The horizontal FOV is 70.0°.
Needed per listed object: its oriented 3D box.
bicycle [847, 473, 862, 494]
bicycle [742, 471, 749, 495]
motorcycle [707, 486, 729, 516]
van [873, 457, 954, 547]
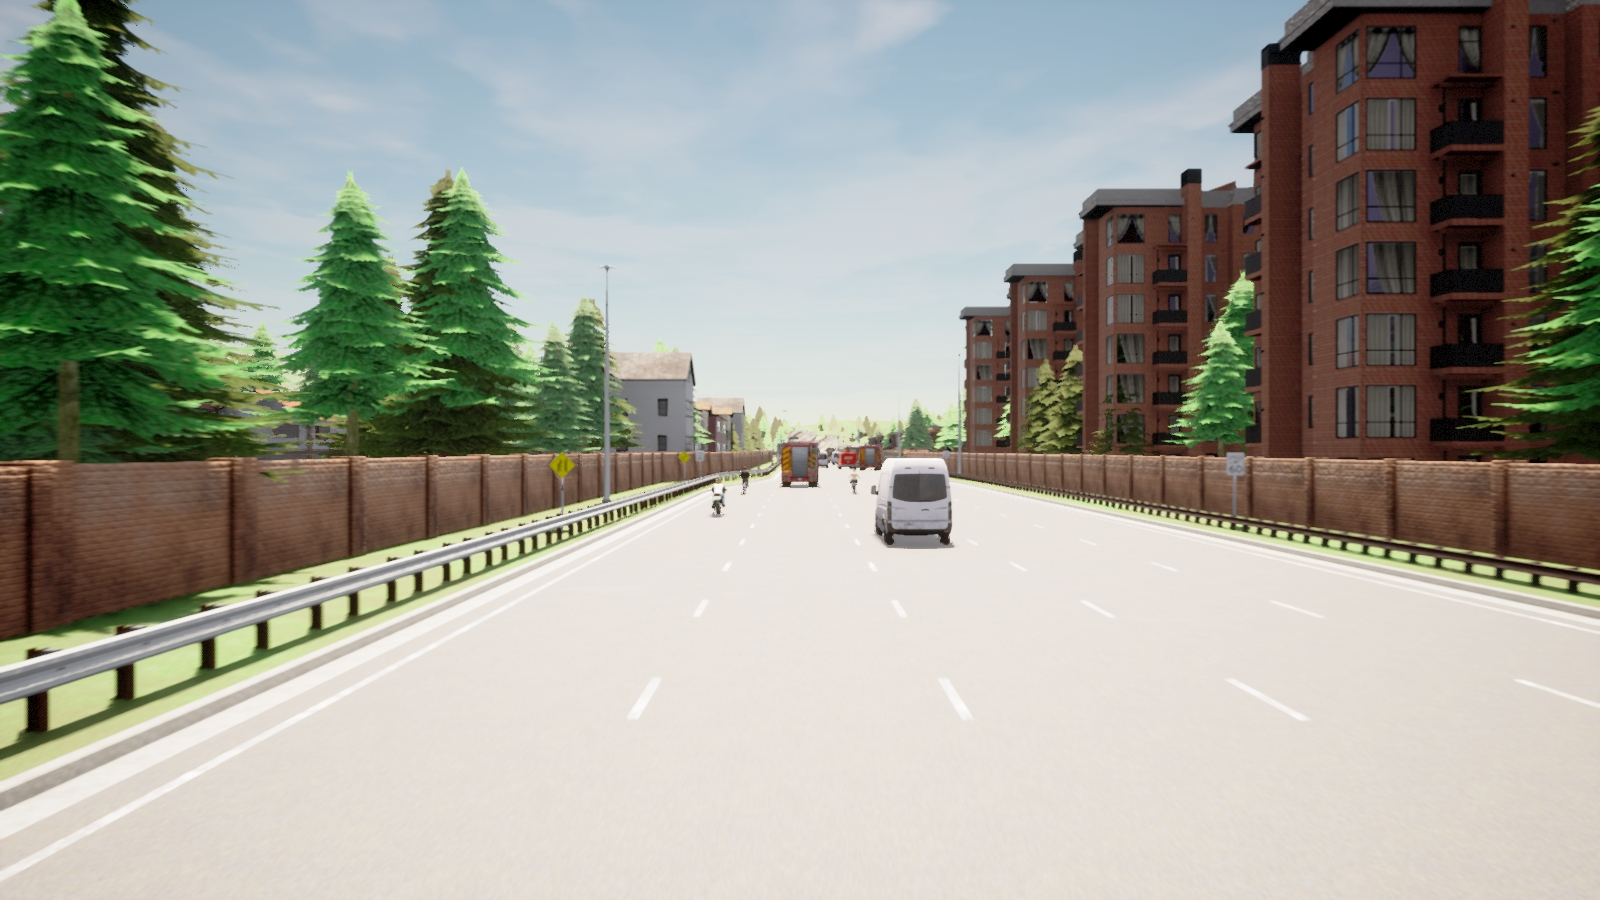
[{"bbox_3d":[3.489,2.157,73.444,0.859,1.277,1.487,0,0,0],"label":"bicycle"},{"bbox_3d":[-3.477,2.059,72.470,0.329,1.471,1.835,0,0,1],"label":"bicycle"},{"bbox_3d":[-3.507,2.185,49.259,0.803,1.199,2.033,0,0,0],"label":"motorcycle"},{"bbox_3d":[3.491,1.534,36.184,1.988,2.561,5.915,0,0,0],"label":"van"}]
